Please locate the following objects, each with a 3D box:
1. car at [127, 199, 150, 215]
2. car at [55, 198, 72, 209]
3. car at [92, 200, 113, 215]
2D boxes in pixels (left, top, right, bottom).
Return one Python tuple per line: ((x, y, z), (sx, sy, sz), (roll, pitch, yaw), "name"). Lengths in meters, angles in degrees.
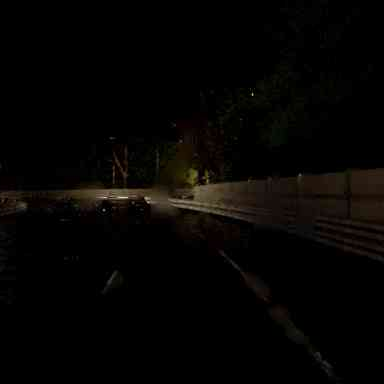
((-5.652, 1.529, 34.835), (2.128, 1.511, 4.902), (-1, 0, -18), "car")
((-18.452, 1.674, 47.743), (1.837, 1.490, 4.892), (0, 0, -27), "car")
((-9.682, 1.585, 35.973), (1.837, 1.490, 4.892), (0, 0, -19), "car")
